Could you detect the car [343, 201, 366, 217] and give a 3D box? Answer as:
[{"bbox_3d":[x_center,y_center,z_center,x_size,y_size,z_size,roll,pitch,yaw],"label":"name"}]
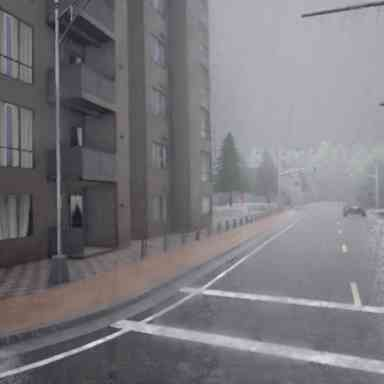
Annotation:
[{"bbox_3d":[18.209,1.813,37.440,2.097,1.767,4.553,-2,-1,23],"label":"car"}]
